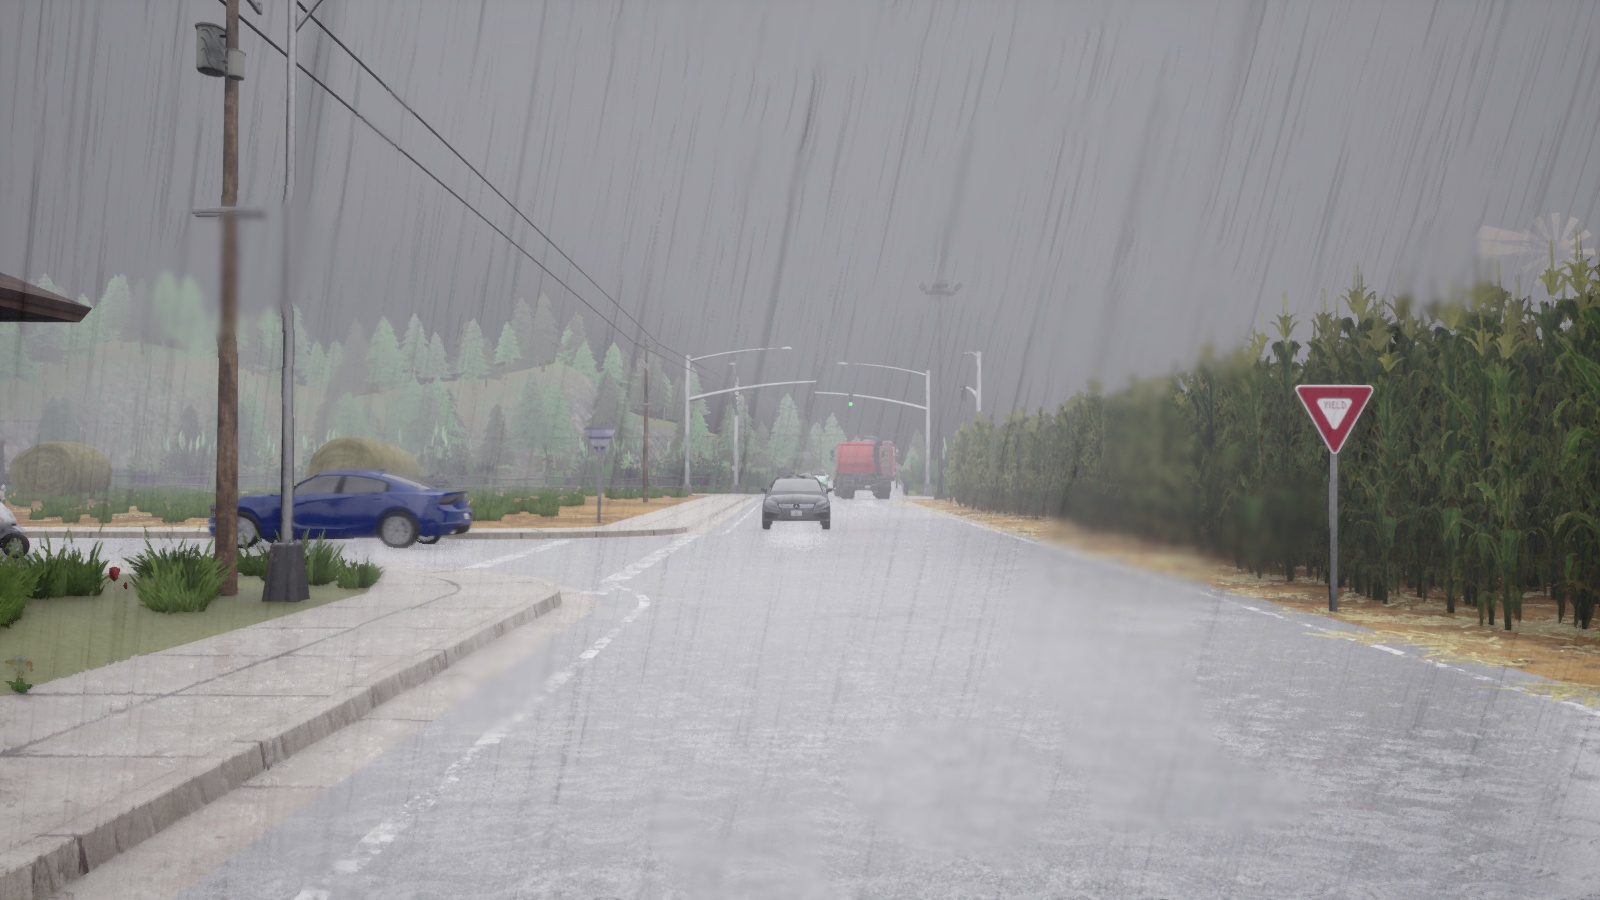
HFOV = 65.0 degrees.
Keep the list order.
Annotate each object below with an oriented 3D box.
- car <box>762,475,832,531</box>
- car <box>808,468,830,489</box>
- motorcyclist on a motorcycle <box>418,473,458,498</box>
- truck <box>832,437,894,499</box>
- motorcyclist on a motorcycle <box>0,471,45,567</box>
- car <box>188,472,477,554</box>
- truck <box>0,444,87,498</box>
[{"bbox_3d":[-0.088,1.429,35.115,1.812,1.442,4.674,0,-1,0],"label":"car"},{"bbox_3d":[1.423,2.124,93.318,1.481,1.376,2.207,0,2,5],"label":"car"},{"bbox_3d":[-22.487,2.211,77.990,2.191,1.530,0.866,0,-1,3],"label":"motorcyclist on a motorcycle"},{"bbox_3d":[3.643,1.067,74.566,2.891,3.462,7.936,0,-1,-3],"label":"truck"},{"bbox_3d":[-13.936,1.153,21.232,1.817,1.590,0.866,0,-1,-1],"label":"motorcyclist on a motorcycle"},{"bbox_3d":[-9.142,1.218,24.857,5.008,1.535,1.882,0,-1,0],"label":"car"},{"bbox_3d":[-51.850,1.395,82.952,7.936,3.462,2.891,0,-1,3],"label":"truck"}]
